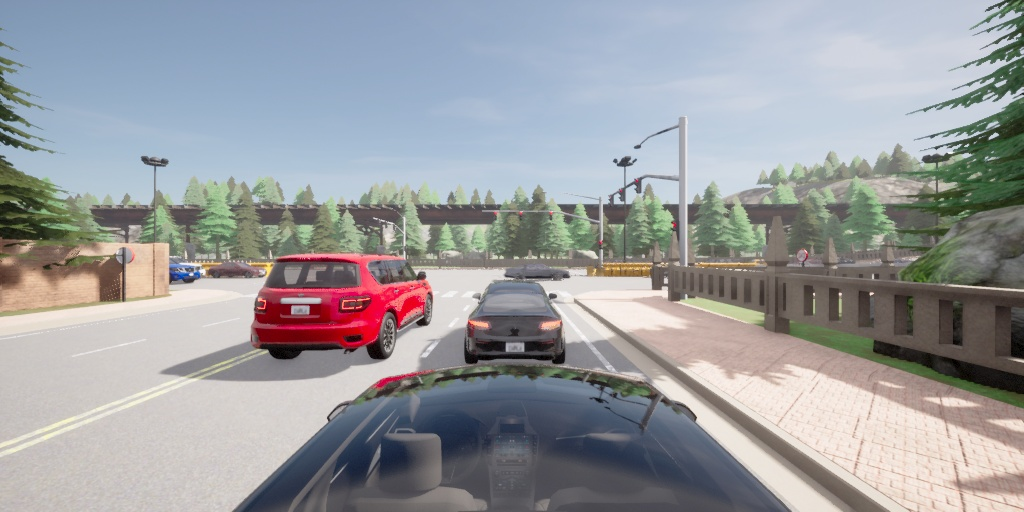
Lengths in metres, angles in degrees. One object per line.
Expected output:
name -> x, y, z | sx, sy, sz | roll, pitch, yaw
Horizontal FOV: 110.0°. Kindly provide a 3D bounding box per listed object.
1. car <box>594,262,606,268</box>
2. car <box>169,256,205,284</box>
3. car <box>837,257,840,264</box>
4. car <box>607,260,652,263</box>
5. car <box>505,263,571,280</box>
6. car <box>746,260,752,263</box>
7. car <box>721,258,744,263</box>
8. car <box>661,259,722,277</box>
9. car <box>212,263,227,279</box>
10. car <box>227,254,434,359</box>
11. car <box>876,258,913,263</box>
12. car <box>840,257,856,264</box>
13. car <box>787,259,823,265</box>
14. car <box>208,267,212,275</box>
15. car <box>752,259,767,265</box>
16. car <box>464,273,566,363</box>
car -> 13.139, 1.241, 46.609 | 4.902, 1.511, 2.128 | 0, 0, 0
car -> -25.657, 0.971, 25.580 | 5.566, 2.045, 2.150 | 0, 0, -1
car -> 35.687, 1.141, 43.050 | 5.008, 1.535, 1.882 | -1, 0, 0
car -> 13.412, 1.228, 39.609 | 5.008, 1.535, 1.882 | 0, 0, 0
car -> 1.974, 1.297, 28.960 | 5.357, 1.411, 2.033 | 0, 0, 0
car -> 25.538, 1.102, 43.064 | 4.553, 1.767, 2.097 | 0, 0, 0
car -> 22.433, 1.102, 39.573 | 4.553, 1.767, 2.097 | 0, 0, 0
car -> 15.896, 1.275, 32.396 | 4.674, 1.442, 1.812 | 0, 0, 0
car -> -24.903, 1.276, 32.582 | 4.674, 1.442, 1.812 | 0, 0, 0
car -> -3.440, 0.971, 8.515 | 2.150, 2.045, 5.566 | 0, 0, 0
car -> 42.054, 0.974, 39.534 | 5.357, 1.411, 2.033 | -3, 0, 0
car -> 41.608, 0.953, 46.535 | 4.892, 1.490, 1.837 | -3, 0, 0
car -> 31.421, 1.337, 39.555 | 4.718, 1.301, 1.895 | 0, 0, 0
car -> -28.278, 0.971, 29.097 | 5.566, 2.045, 2.150 | 0, 0, 0
car -> 31.746, 1.210, 46.553 | 5.008, 1.535, 1.882 | -1, 0, 0
car -> 0.063, 1.276, 7.963 | 1.812, 1.442, 4.674 | 0, 0, 0
